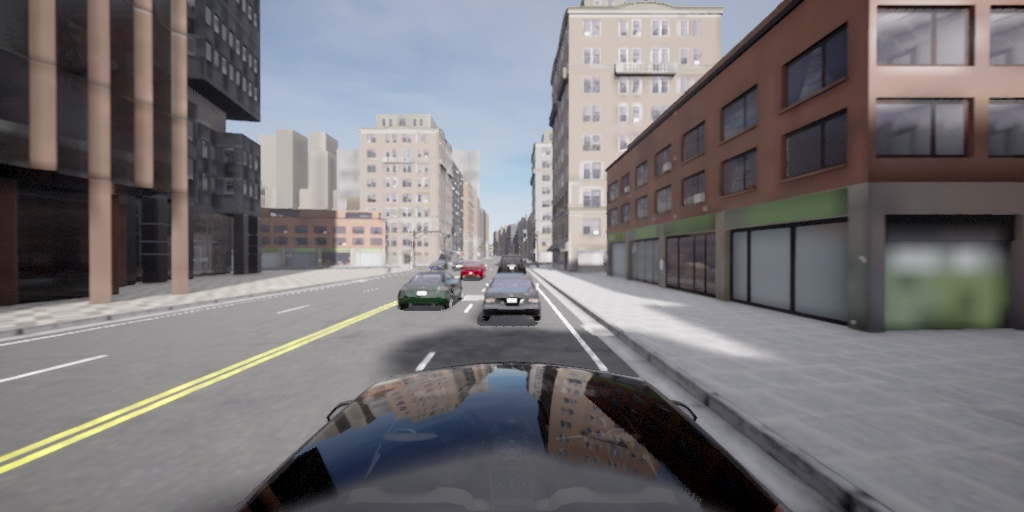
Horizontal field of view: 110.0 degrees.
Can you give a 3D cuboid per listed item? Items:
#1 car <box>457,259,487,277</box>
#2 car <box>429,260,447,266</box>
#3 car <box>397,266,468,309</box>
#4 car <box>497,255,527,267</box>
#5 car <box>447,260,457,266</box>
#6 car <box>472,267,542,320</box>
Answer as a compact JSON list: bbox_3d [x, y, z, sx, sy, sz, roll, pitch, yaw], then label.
[{"bbox_3d":[-3.234,1.181,30.841,1.882,1.535,5.008,0,0,0],"label":"car"},{"bbox_3d":[-9.834,1.214,48.576,2.033,1.411,5.357,0,0,1],"label":"car"},{"bbox_3d":[-3.217,1.296,14.846,1.994,1.385,4.181,0,0,0],"label":"car"},{"bbox_3d":[0.003,0.931,28.578,2.150,2.045,5.566,0,0,1],"label":"car"},{"bbox_3d":[-6.604,1.164,46.440,2.128,1.511,4.902,0,0,0],"label":"car"},{"bbox_3d":[0.011,1.283,12.490,2.033,1.411,5.357,0,0,1],"label":"car"}]
